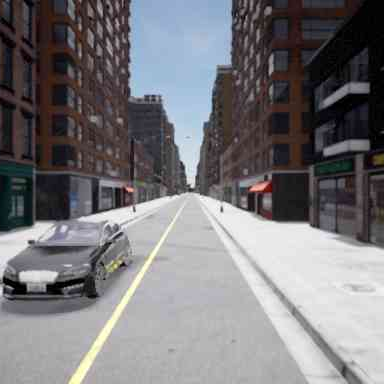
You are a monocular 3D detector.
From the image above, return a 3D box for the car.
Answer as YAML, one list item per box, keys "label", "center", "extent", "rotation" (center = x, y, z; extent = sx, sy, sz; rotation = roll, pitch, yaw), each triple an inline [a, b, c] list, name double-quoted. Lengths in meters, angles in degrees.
- label: "car"
  center: [-2.833, 1.479, 8.531]
  extent: [2.128, 1.511, 4.902]
  rotation: [0, 0, 0]
